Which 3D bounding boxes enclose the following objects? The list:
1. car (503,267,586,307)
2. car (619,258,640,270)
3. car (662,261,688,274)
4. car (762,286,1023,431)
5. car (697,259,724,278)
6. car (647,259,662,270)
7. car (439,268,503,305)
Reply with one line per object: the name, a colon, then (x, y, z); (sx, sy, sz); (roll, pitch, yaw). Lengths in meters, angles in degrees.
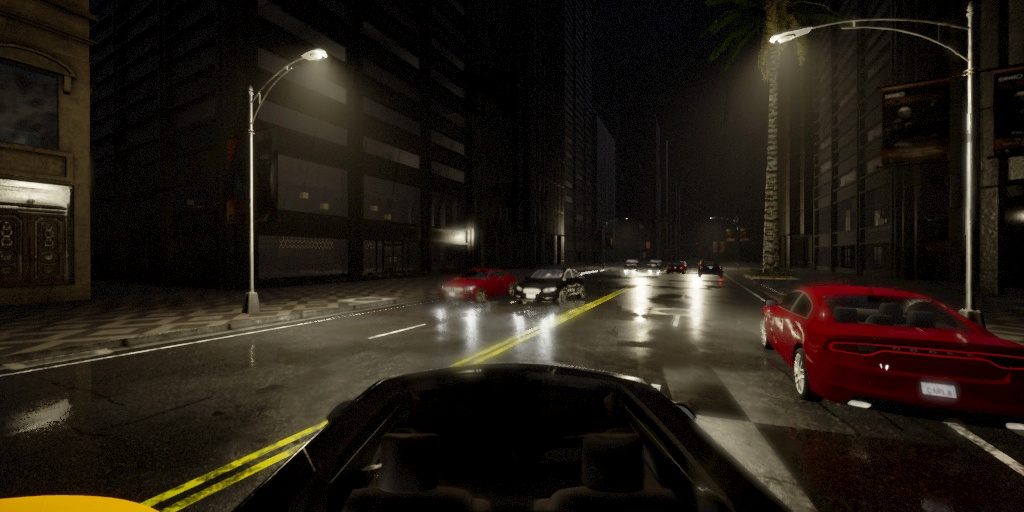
car: (1.825, 1.243, 15.608); (2.128, 1.511, 4.902); (0, 0, 27)
car: (18.273, 1.274, 54.594); (2.128, 1.511, 4.902); (0, 0, 27)
car: (18.673, 1.317, 40.771); (2.033, 1.411, 5.357); (0, 0, 27)
car: (5.517, 1.228, 5.880); (1.882, 1.535, 5.008); (0, 0, 27)
car: (19.310, 1.118, 34.948); (2.097, 1.767, 4.553); (0, 0, 27)
car: (21.506, 1.274, 53.767); (2.128, 1.511, 4.902); (0, 0, 27)
car: (-1.356, 1.277, 16.529); (1.812, 1.442, 4.674); (0, 0, 27)
